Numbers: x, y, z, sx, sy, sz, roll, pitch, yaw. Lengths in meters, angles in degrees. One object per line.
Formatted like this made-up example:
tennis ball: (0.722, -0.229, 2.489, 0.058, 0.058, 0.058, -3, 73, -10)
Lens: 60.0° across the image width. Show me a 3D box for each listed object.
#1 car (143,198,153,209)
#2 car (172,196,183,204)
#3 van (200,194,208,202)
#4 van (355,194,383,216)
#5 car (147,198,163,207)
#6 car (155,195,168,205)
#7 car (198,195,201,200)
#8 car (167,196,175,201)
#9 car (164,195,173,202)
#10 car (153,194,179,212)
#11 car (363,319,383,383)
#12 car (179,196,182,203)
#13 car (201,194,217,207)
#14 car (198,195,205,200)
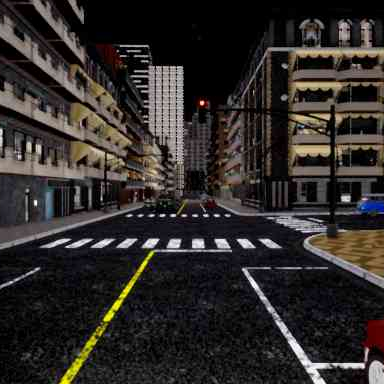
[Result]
car: (-5.640, 1.559, 45.293, 2.008, 1.369, 4.403, 0, 0, 0)
car: (-2.924, 1.572, 67.577, 2.033, 1.411, 5.357, 0, 0, 0)
van: (2.781, 1.376, 78.444, 1.690, 1.788, 3.998, -1, 0, 0)
van: (15.675, 1.034, 27.360, 3.998, 1.788, 1.690, -1, 1, -1)
car: (-5.633, 1.578, 50.820, 1.947, 1.339, 4.313, 0, 0, 0)
car: (-5.620, 1.460, 61.876, 1.967, 1.590, 4.097, -1, 0, 0)
car: (2.769, 1.575, 67.388, 2.008, 1.369, 4.403, -1, 0, 0)
car: (-5.583, 1.629, 89.516, 1.802, 1.307, 4.206, -1, 0, 0)
car: (-5.598, 1.560, 78.290, 1.752, 1.417, 4.829, -1, 0, 0)
car: (-3.049, 1.226, 40.077, 2.150, 2.045, 5.566, 0, 0, 0)
car: (2.684, 1.544, 1.805, 1.887, 1.381, 4.507, 0, 0, 0)
car: (-3.020, 1.538, 51.917, 1.812, 1.442, 4.674, 0, 0, 0)
car: (2.746, 1.452, 50.805, 1.967, 1.590, 4.097, -1, 0, 0)
car: (2.804, 1.598, 95.028, 1.887, 1.381, 4.507, -1, 0, 0)
